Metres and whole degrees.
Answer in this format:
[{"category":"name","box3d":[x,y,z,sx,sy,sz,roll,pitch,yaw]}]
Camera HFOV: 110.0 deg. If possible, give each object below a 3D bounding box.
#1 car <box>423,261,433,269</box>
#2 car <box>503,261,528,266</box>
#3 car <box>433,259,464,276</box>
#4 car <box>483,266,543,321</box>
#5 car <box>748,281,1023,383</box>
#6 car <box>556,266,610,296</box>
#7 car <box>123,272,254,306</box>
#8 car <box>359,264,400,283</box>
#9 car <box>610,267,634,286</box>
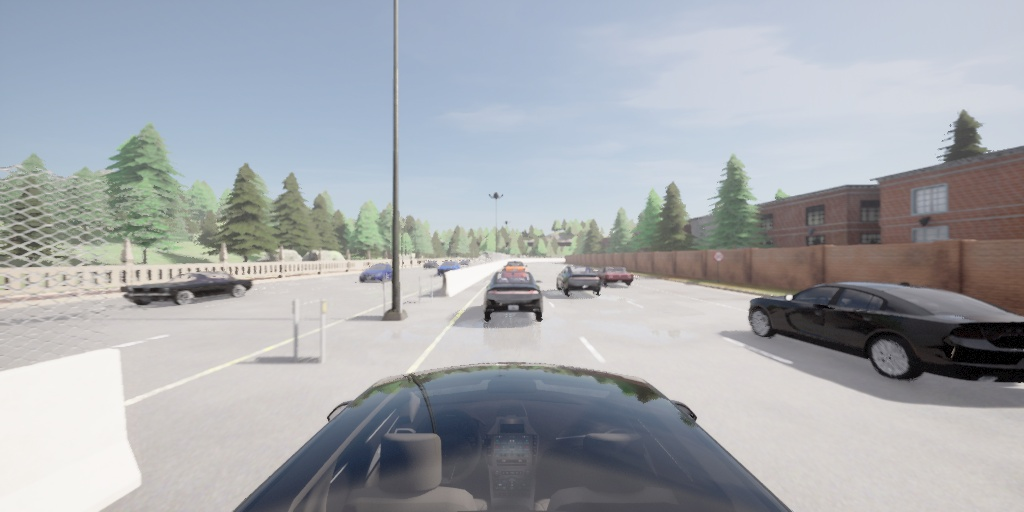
[{"category":"car","box3d":[-13.209,1.477,58.690,1.994,1.385,4.181,0,0,2]},{"category":"car","box3d":[0.289,1.183,30.892,2.097,1.767,4.553,0,0,1]},{"category":"car","box3d":[-6.726,1.332,38.694,1.882,1.535,5.008,0,0,2]},{"category":"car","box3d":[0.033,1.273,12.678,2.128,1.511,4.902,0,0,0]},{"category":"car","box3d":[7.061,1.242,7.271,1.882,1.535,5.008,0,0,0]},{"category":"car","box3d":[3.571,1.293,19.791,2.128,1.511,4.902,0,0,1]},{"category":"car","box3d":[-14.165,1.393,16.090,1.895,1.301,4.718,0,0,0]},{"category":"car","box3d":[-10.473,1.353,28.628,1.812,1.442,4.674,0,0,1]},{"category":"car","box3d":[7.175,1.418,25.931,1.895,1.301,4.718,0,0,1]}]
